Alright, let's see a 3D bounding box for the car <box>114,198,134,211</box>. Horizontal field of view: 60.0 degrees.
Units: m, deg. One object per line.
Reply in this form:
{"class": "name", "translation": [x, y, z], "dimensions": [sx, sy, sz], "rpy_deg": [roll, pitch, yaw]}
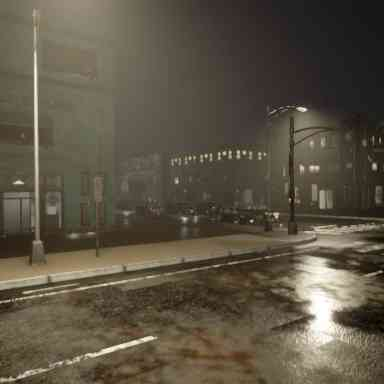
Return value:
{"class": "car", "translation": [-9.755, 2.037, 49.186], "dimensions": [1.812, 1.442, 4.674], "rpy_deg": [-1, 0, -35]}

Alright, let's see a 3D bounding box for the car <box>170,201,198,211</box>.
{"class": "car", "translation": [-1.195, 1.960, 47.076], "dimensions": [1.802, 1.307, 4.206], "rpy_deg": [-2, 0, -35]}

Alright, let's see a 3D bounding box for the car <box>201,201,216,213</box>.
{"class": "car", "translation": [1.639, 1.813, 38.639], "dimensions": [1.837, 1.490, 4.892], "rpy_deg": [-1, 0, -35]}

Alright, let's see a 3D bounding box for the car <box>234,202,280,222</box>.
{"class": "car", "translation": [5.199, 1.711, 28.111], "dimensions": [2.128, 1.511, 4.902], "rpy_deg": [-1, 0, -37]}

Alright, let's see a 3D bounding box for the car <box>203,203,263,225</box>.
{"class": "car", "translation": [3.140, 1.810, 26.330], "dimensions": [1.947, 1.339, 4.313], "rpy_deg": [-2, 0, -35]}

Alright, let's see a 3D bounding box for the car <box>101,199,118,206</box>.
{"class": "car", "translation": [-17.251, 2.222, 69.619], "dimensions": [1.887, 1.381, 4.507], "rpy_deg": [-1, 0, -35]}

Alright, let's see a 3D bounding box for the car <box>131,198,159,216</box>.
{"class": "car", "translation": [-4.814, 1.842, 37.704], "dimensions": [1.967, 1.590, 4.097], "rpy_deg": [-1, 0, -35]}

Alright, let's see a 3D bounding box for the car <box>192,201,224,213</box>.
{"class": "car", "translation": [2.014, 1.898, 42.568], "dimensions": [1.802, 1.307, 4.206], "rpy_deg": [-2, 0, -35]}

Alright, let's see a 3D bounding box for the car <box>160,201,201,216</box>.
{"class": "car", "translation": [-1.427, 1.856, 37.433], "dimensions": [1.837, 1.490, 4.892], "rpy_deg": [-1, 0, -36]}
